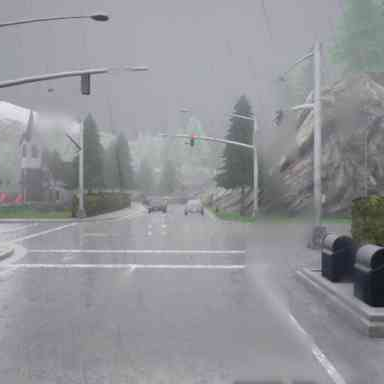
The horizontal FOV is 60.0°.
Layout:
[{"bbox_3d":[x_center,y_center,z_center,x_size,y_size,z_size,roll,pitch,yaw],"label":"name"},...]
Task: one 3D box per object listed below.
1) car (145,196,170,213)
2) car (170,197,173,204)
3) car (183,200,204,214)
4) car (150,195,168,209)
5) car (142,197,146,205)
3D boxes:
[{"bbox_3d":[-3.749,1.509,36.683,1.837,1.490,4.892,0,0,-2],"label":"car"},{"bbox_3d":[-5.027,1.484,61.169,1.882,1.535,5.008,0,0,-23],"label":"car"},{"bbox_3d":[0.165,1.529,34.747,1.812,1.442,4.674,0,0,-1],"label":"car"},{"bbox_3d":[-4.682,1.357,46.802,2.097,1.767,4.553,0,0,-11],"label":"car"},{"bbox_3d":[-7.169,1.511,56.646,1.837,1.490,4.892,0,0,-20],"label":"car"}]
